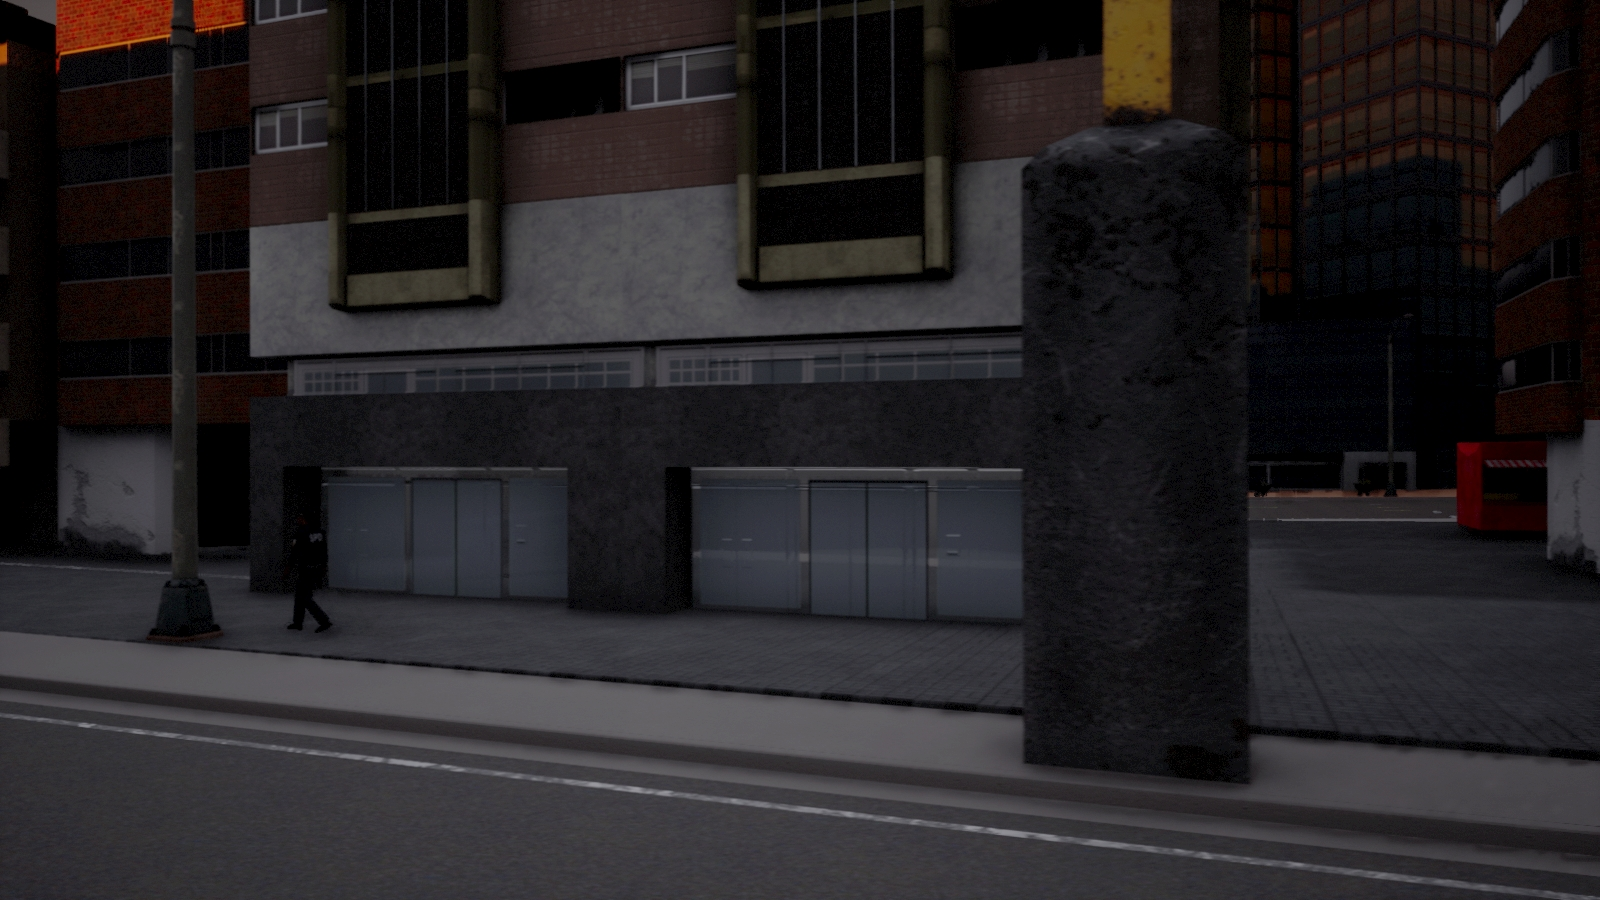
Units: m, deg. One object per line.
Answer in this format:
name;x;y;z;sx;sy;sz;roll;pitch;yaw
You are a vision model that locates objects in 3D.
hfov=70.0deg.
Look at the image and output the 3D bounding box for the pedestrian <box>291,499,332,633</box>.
pedestrian;-6.987;1.646;16.353;0.375;1.860;0.375;0;0;20
